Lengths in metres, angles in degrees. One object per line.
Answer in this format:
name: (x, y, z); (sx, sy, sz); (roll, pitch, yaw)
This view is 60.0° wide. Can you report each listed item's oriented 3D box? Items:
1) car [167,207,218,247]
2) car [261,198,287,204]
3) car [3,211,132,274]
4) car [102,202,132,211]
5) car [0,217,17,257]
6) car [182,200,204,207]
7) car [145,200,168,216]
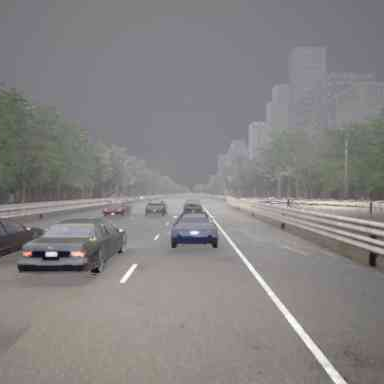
car: (0.100, 1.568, 15.026); (1.994, 1.385, 4.181); (0, 0, 0)
car: (12.501, 1.598, 51.234); (2.128, 1.511, 4.902); (0, 0, -27)
car: (-3.401, 1.551, 10.527); (2.033, 1.411, 5.357); (0, 0, 0)
car: (-6.898, 1.610, 31.228); (1.895, 1.301, 4.718); (0, 0, 0)
car: (-6.898, 1.551, 11.112); (2.033, 1.411, 5.357); (0, 0, 0)
car: (0.104, 1.514, 32.626); (1.837, 1.490, 4.892); (0, 0, 0)
car: (-3.399, 1.501, 32.540); (2.128, 1.511, 4.902); (0, 0, 0)
